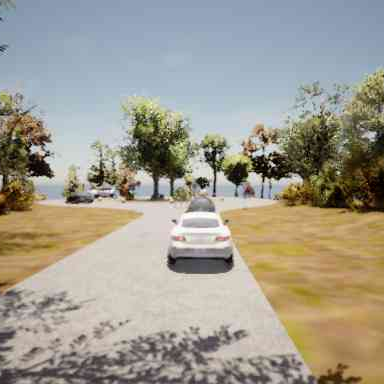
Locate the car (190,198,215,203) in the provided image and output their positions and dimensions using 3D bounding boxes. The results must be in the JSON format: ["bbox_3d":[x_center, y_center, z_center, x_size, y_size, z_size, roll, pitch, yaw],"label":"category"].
[{"bbox_3d":[0.787,1.099,25.235,1.994,1.385,4.181,0,1,5],"label":"car"}]

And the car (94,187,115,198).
[{"bbox_3d":[-16.326,0.126,59.539,2.150,2.045,5.566,1,1,36],"label":"car"}]

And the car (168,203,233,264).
[{"bbox_3d":[0.277,1.325,10.869,1.812,1.442,4.674,0,1,1],"label":"car"}]

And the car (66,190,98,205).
[{"bbox_3d":[-14.017,0.797,41.522,4.181,1.385,1.994,1,1,44],"label":"car"}]
